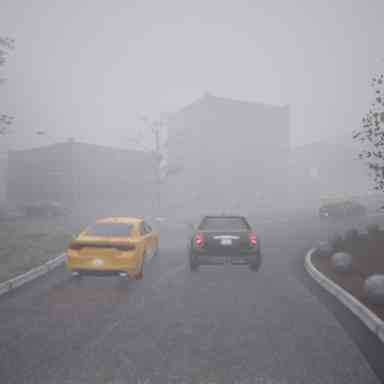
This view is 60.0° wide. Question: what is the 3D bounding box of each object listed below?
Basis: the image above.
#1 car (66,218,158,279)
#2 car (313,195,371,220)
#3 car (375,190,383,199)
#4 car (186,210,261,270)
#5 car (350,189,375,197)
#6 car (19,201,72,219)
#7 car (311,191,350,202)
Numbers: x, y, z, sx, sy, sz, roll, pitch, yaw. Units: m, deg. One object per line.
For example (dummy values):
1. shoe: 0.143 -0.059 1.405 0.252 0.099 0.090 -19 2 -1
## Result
1. car: -2.191 1.527 10.315 1.882 1.535 5.008 1 0 1
2. car: 12.194 1.361 26.907 4.892 1.490 1.837 -3 1 -37
3. car: 28.107 0.130 50.316 5.366 1.575 1.946 -3 1 -29
4. car: 0.896 1.447 11.515 2.097 1.767 4.553 1 0 -2
5. car: 23.278 0.384 47.645 5.366 1.575 1.946 -3 1 -29
6. car: -13.314 1.537 30.166 5.008 1.535 1.882 1 0 21
7. car: 18.445 0.641 44.984 5.366 1.575 1.946 -3 1 -29
